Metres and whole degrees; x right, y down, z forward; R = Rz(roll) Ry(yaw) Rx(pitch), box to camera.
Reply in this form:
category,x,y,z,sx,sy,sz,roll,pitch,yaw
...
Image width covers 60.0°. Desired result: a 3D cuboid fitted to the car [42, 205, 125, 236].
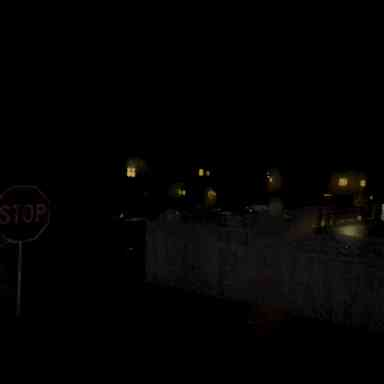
category,x,y,z,sx,sy,sz,roll,pitch,yaw
car,-6.235,1.460,18.496,2.033,1.411,5.357,4,2,38

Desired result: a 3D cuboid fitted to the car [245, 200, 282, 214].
category,x,y,z,sx,sy,sz,roll,pitch,yaw
car,7.375,1.553,33.776,4.674,1.442,1.812,1,2,-43

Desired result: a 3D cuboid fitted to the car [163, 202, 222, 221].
category,x,y,z,sx,sy,sz,roll,pitch,yaw
car,0.181,1.495,26.376,2.033,1.411,5.357,4,2,41

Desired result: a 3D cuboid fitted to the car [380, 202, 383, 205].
category,x,y,z,sx,sy,sz,roll,pitch,yaw
car,28.337,1.858,46.494,5.008,1.535,1.882,0,2,-33
